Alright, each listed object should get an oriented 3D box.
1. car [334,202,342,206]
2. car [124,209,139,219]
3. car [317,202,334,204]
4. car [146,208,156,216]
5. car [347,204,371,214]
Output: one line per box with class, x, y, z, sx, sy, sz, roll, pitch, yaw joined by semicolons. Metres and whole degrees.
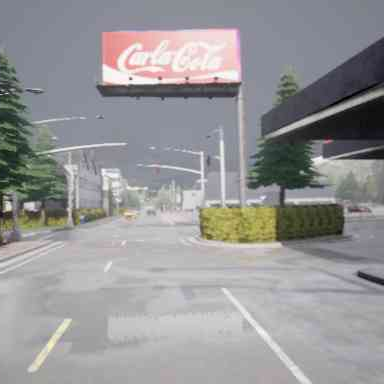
car;32.254;3.294;75.651;1.932;1.855;4.605;-1;-2;-7
car;-10.437;3.800;56.476;1.882;1.535;5.008;-1;-2;-7
car;29.424;3.313;74.877;1.905;1.878;3.866;-1;-2;-7
car;-8.456;4.116;69.378;2.128;1.511;4.902;-1;-2;-7
car;28.248;2.879;56.492;2.007;1.523;4.514;-1;-2;-7
